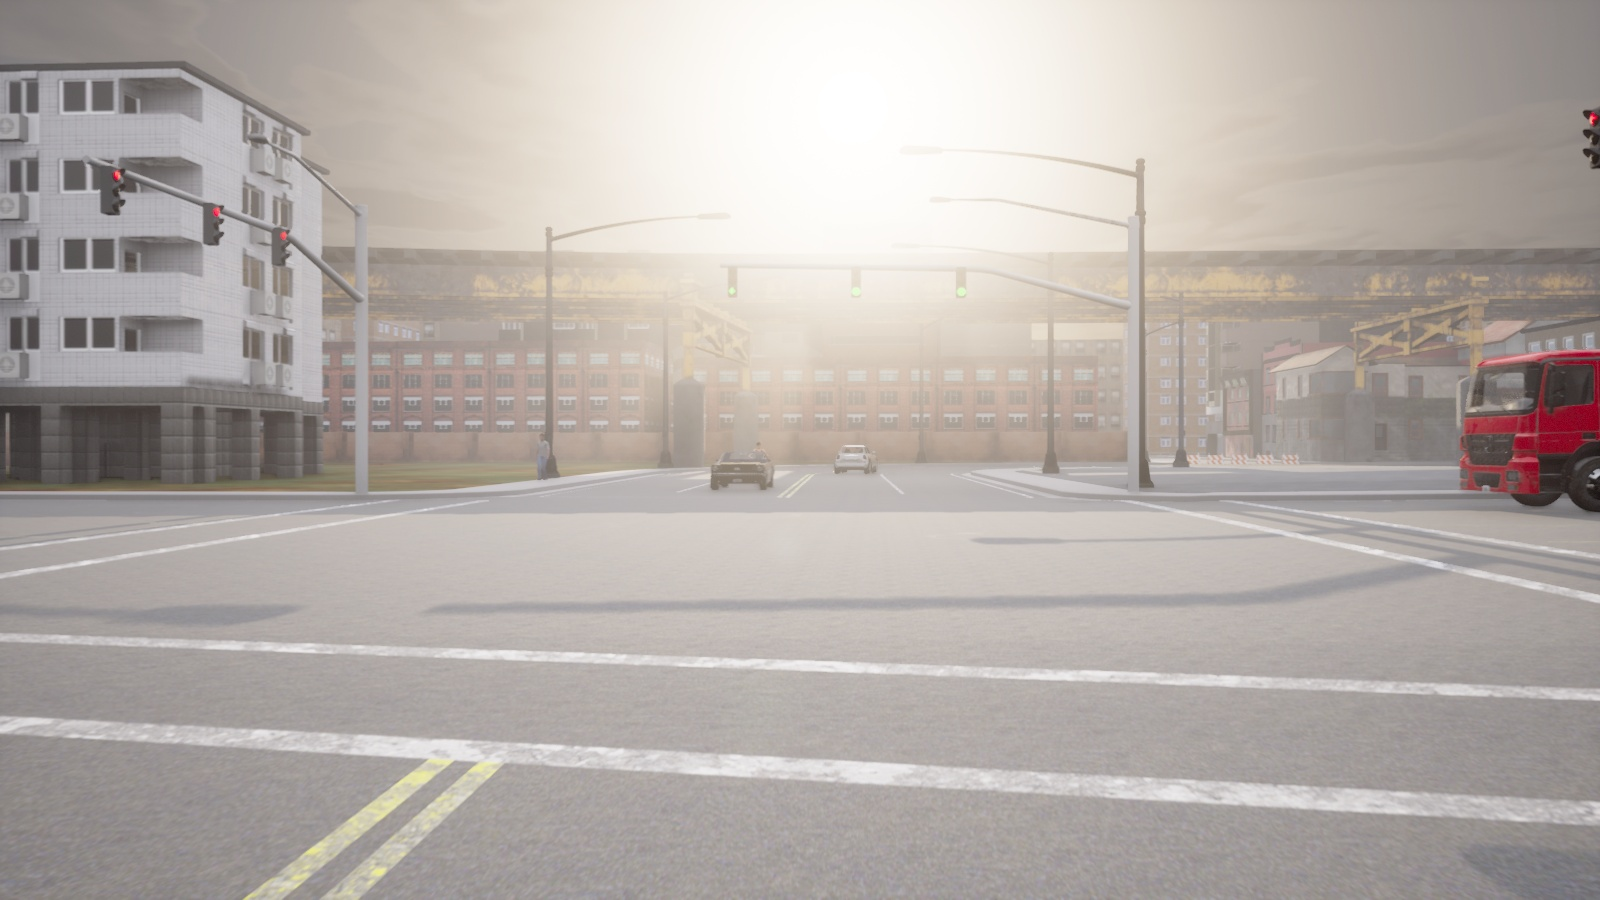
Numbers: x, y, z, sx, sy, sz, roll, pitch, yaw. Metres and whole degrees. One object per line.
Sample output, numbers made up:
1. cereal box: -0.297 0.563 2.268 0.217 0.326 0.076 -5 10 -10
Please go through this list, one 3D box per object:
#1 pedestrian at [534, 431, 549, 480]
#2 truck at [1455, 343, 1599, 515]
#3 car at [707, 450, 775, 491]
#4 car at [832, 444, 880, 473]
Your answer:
1. pedestrian: -9.725 0.202 47.263 0.354 1.836 0.706 0 0 9
2. truck: 18.679 -0.461 26.683 7.936 3.462 2.891 -1 0 3
3. car: -1.948 0.670 43.020 1.895 1.301 4.718 0 0 3
4. car: 2.973 0.446 66.085 1.970 1.475 3.806 0 0 11
